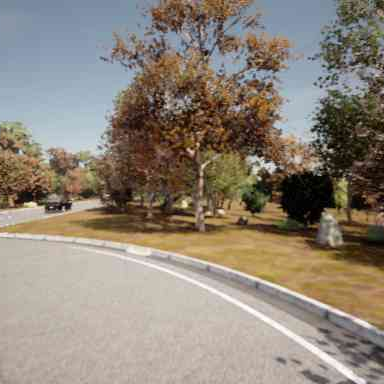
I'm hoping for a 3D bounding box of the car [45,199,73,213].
[{"bbox_3d":[-15.472,1.527,38.851,1.882,1.535,5.008,-1,0,-2],"label":"car"}]
